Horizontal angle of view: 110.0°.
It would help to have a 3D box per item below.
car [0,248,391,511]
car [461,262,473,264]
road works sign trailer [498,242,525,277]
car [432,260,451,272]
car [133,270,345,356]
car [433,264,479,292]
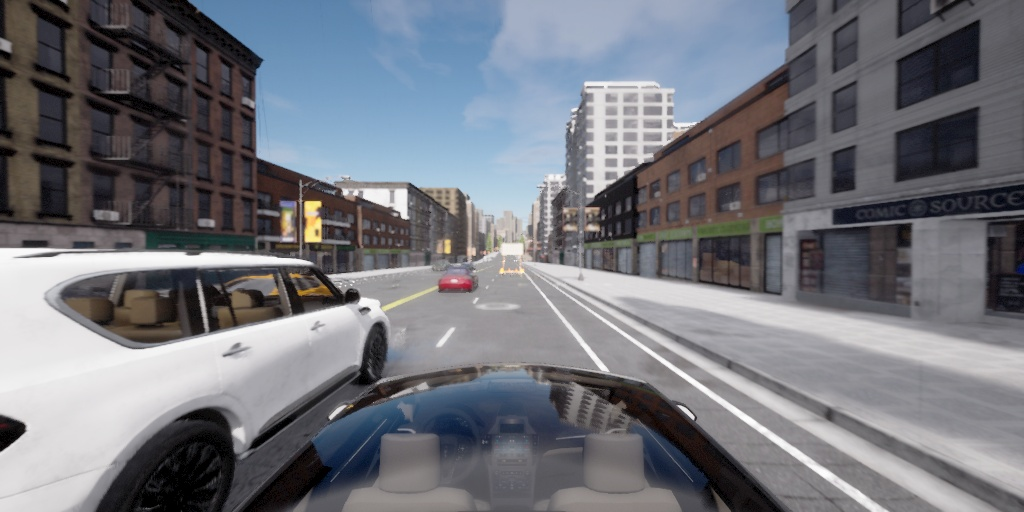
[{"bbox_3d":[-3.151,0.972,3.813,2.150,2.045,5.566,0,0,0],"label":"car"},{"bbox_3d":[-6.566,1.517,52.714,1.994,1.385,4.181,0,0,0],"label":"car"},{"bbox_3d":[0.019,0.327,37.631,2.380,3.560,2.880,0,0,3],"label":"road works sign trailer"},{"bbox_3d":[-9.815,1.289,50.243,2.097,1.767,4.553,0,0,0],"label":"car"},{"bbox_3d":[-6.601,1.233,9.636,1.882,1.535,5.008,0,0,0],"label":"car"},{"bbox_3d":[-3.154,1.348,21.631,1.994,1.385,4.181,0,0,0],"label":"car"}]
